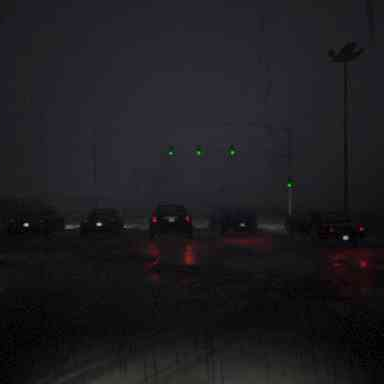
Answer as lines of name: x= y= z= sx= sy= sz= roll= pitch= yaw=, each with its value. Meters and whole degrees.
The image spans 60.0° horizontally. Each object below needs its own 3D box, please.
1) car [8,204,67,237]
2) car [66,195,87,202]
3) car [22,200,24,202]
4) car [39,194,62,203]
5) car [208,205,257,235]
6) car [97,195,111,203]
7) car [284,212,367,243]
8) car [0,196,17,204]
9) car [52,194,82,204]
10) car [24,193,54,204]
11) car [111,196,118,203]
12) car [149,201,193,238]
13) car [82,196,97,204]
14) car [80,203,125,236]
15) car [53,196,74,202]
car: x=-8.327 y=1.566 z=18.189 sx=1.994 sy=1.385 sz=4.181 roll=0 pitch=0 yaw=-7
car: x=-26.333 y=1.437 z=75.715 sx=4.674 sy=1.442 sz=1.812 roll=0 pitch=0 yaw=26
car: x=-31.641 y=1.549 z=66.628 sx=4.718 sy=1.301 sz=1.895 roll=0 pitch=0 yaw=23
car: x=-29.578 y=1.294 z=69.513 sx=4.553 sy=1.767 sz=2.097 roll=0 pitch=0 yaw=26
car: x=2.176 y=1.460 z=18.825 sx=1.882 sy=1.535 sz=5.008 roll=0 pitch=0 yaw=-7
car: x=-19.212 y=1.511 z=66.924 sx=4.902 sy=1.511 sz=2.128 roll=0 pitch=0 yaw=37
car: x=6.079 y=1.578 z=15.876 sx=1.895 sy=1.301 sz=4.718 roll=0 pitch=0 yaw=-6
car: x=-36.695 y=1.496 z=64.994 sx=5.008 sy=1.535 sz=1.882 roll=0 pitch=0 yaw=19
car: x=-23.000 y=1.545 z=60.989 sx=5.357 sy=1.411 sz=2.033 roll=0 pitch=0 yaw=40
car: x=-27.306 y=1.227 z=59.932 sx=5.566 sy=2.045 sz=2.150 roll=0 pitch=0 yaw=37
car: x=-17.748 y=1.459 z=70.223 sx=5.008 sy=1.535 sz=1.882 roll=0 pitch=0 yaw=37
car: x=-1.223 y=1.341 z=17.757 sx=2.097 sy=1.767 sz=4.553 roll=0 pitch=0 yaw=-7
car: x=-20.872 y=1.469 z=63.781 sx=5.008 sy=1.535 sz=1.882 roll=0 pitch=0 yaw=40
car: x=-4.824 y=1.559 z=18.348 sx=1.994 sy=1.385 sz=4.181 roll=0 pitch=0 yaw=-7
car: x=-27.969 y=1.478 z=72.621 sx=4.181 sy=1.385 sz=1.994 roll=0 pitch=0 yaw=26
